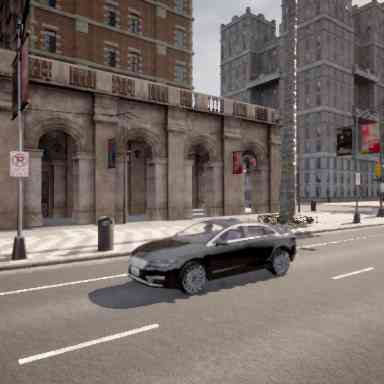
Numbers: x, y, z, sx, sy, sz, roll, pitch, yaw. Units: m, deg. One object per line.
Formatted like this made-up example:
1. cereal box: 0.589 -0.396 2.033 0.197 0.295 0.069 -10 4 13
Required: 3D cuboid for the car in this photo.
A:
1. car: 0.736 1.492 8.803 4.902 1.511 2.128 0 0 -35
